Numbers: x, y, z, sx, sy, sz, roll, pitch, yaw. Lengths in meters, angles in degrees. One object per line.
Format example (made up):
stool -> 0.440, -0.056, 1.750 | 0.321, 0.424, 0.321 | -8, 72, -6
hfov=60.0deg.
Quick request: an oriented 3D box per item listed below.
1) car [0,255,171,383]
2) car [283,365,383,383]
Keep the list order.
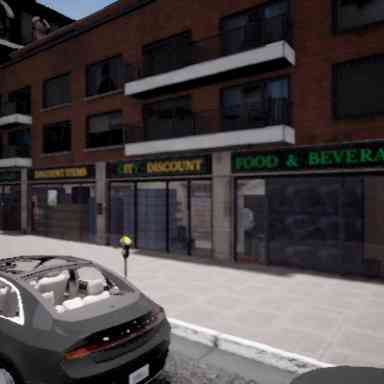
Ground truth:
car -> -2.297, 1.551, 4.515 | 4.403, 1.369, 2.008 | 0, 0, 35
car -> 2.301, 1.551, 1.235 | 4.403, 1.369, 2.008 | 0, 0, 35
